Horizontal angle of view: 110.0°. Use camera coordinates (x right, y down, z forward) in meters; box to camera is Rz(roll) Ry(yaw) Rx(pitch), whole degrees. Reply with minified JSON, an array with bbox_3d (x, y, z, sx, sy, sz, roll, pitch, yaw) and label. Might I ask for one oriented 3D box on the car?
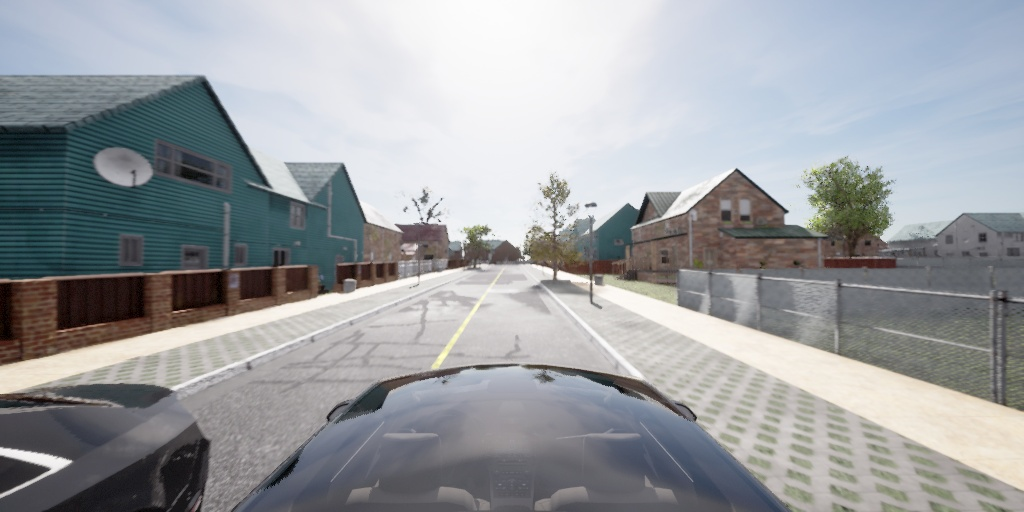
[{"bbox_3d":[-2.750,1.259,0.145,1.837,1.490,4.892,0,0,0],"label":"car"}]
